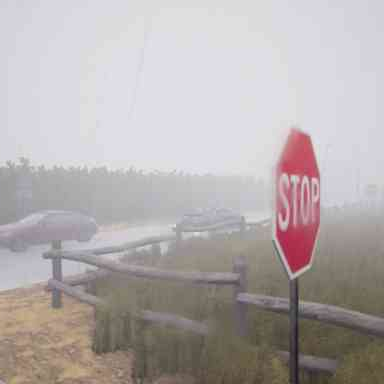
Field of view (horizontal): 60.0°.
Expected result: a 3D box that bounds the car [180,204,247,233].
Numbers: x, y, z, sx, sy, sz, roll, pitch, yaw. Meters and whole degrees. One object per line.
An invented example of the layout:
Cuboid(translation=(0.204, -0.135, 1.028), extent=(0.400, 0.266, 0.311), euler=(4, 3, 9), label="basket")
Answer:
Cuboid(translation=(1.355, 1.486, 18.539), extent=(2.128, 1.511, 4.902), euler=(0, 0, 35), label="car")

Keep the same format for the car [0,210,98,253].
Cuboid(translation=(-6.092, 1.520, 13.885), extent=(1.812, 1.442, 4.674), euler=(0, 0, 35), label="car")

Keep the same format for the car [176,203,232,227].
Cuboid(translation=(0.968, 1.553, 23.675), extent=(1.994, 1.385, 4.181), euler=(0, 0, 36), label="car")
